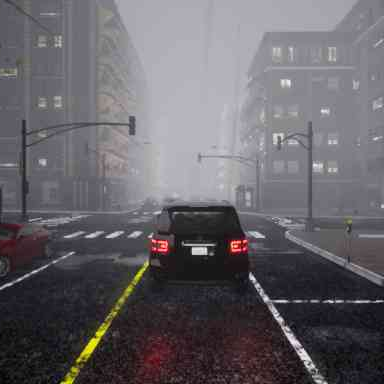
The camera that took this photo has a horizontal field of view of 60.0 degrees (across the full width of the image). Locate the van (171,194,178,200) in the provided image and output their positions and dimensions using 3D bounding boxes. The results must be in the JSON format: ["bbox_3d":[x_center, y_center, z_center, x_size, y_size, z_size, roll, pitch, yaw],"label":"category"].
[{"bbox_3d":[-4.824,1.340,93.098,1.690,1.788,3.998,0,0,1],"label":"van"}]

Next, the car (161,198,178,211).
[{"bbox_3d":[-2.720,1.524,41.375,1.812,1.442,4.674,0,0,1],"label":"car"}]

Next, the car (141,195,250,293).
[{"bbox_3d":[0.168,1.221,9.026,2.150,2.045,5.566,0,0,1],"label":"car"}]

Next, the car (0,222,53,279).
[{"bbox_3d":[-5.610,1.581,9.942,1.802,1.307,4.206,0,0,1],"label":"car"}]

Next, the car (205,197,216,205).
[{"bbox_3d":[3.237,1.543,59.181,1.887,1.381,4.507,0,0,1],"label":"car"}]

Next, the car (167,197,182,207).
[{"bbox_3d":[-2.620,1.562,51.341,1.994,1.385,4.181,0,0,1],"label":"car"}]

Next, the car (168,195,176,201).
[{"bbox_3d":[-4.932,1.525,81.650,1.752,1.417,4.829,0,0,1],"label":"car"}]

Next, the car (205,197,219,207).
[{"bbox_3d":[3.183,1.549,53.543,2.008,1.369,4.403,0,0,1],"label":"car"}]

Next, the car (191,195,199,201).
[{"bbox_3d":[0.773,1.477,82.626,1.882,1.535,5.008,0,0,1],"label":"car"}]

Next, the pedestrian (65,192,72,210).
[{"bbox_3d":[-12.408,0.902,33.411,0.375,1.860,0.375,0,-1,0],"label":"pedestrian"}]

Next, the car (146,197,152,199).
[{"bbox_3d":[-5.304,1.438,42.351,1.967,1.590,4.097,0,0,1],"label":"car"}]

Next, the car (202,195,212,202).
[{"bbox_3d":[3.396,1.440,76.097,1.967,1.590,4.097,0,0,1],"label":"car"}]

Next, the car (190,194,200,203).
[{"bbox_3d":[0.695,1.354,72.850,2.097,1.767,4.553,0,0,1],"label":"car"}]
